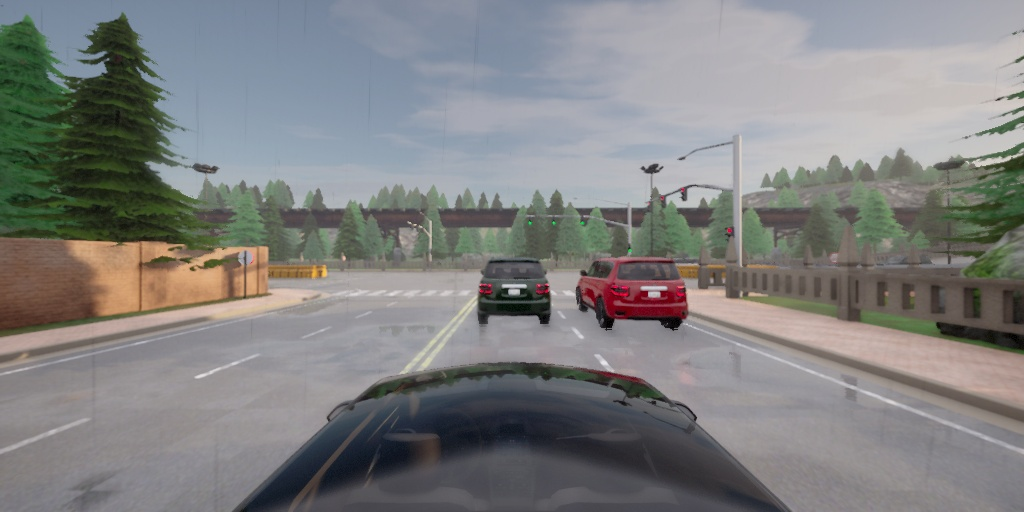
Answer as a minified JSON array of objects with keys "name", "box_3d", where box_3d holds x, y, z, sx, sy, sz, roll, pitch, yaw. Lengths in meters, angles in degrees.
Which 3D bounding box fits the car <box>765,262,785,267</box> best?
[{"name":"car","box_3d":[31.336,1.616,44.926,5.357,1.411,2.033,0,0,0]}]

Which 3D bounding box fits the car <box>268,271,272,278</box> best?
[{"name":"car","box_3d":[-23.622,1.567,30.953,4.718,1.301,1.895,0,0,0]}]

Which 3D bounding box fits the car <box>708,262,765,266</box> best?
[{"name":"car","box_3d":[25.792,1.534,41.431,4.902,1.511,2.128,0,0,0]}]

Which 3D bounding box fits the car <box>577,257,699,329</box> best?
[{"name":"car","box_3d":[3.573,1.048,11.657,2.150,2.045,5.566,0,0,0]}]

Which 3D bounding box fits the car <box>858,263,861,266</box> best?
[{"name":"car","box_3d":[41.715,1.399,44.902,4.902,1.511,2.128,-2,0,0]}]

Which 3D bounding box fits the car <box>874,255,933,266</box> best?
[{"name":"car","box_3d":[45.099,0.961,41.411,5.566,2.045,2.150,-3,0,-2]}]

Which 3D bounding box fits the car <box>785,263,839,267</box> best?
[{"name":"car","box_3d":[34.705,1.594,41.409,4.181,1.385,1.994,0,0,0]}]

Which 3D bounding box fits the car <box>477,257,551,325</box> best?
[{"name":"car","box_3d":[0.071,1.053,12.337,2.150,2.045,5.566,0,0,0]}]
